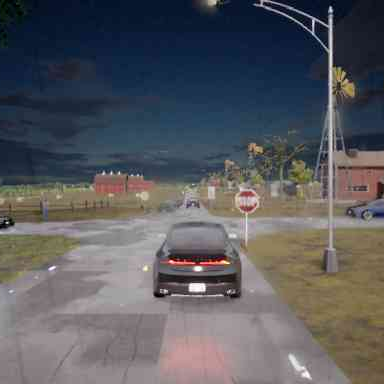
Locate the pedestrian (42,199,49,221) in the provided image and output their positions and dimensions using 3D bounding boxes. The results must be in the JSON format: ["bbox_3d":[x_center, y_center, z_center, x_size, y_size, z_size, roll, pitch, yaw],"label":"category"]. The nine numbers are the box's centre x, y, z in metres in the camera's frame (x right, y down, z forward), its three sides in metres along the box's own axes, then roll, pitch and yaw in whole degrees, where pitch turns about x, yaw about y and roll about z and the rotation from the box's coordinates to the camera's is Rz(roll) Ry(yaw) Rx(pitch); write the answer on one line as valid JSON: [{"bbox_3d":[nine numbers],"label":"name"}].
[{"bbox_3d":[-12.121,1.457,27.530,0.375,1.860,0.375,0,2,0],"label":"pedestrian"}]

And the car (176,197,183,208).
[{"bbox_3d":[-2.771,1.673,47.117,1.994,1.385,4.181,0,0,0],"label":"car"}]

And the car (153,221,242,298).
[{"bbox_3d":[0.139,1.504,8.506,1.837,1.490,4.892,0,0,1],"label":"car"}]

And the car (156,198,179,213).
[{"bbox_3d":[-2.830,1.656,37.159,1.895,1.301,4.718,0,0,1],"label":"car"}]

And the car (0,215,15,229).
[{"bbox_3d":[-13.796,1.839,21.441,4.181,1.385,1.994,-1,1,2],"label":"car"}]

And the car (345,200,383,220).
[{"bbox_3d":[13.532,1.259,24.345,4.181,1.385,1.994,-1,1,-2],"label":"car"}]

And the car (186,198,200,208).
[{"bbox_3d":[0.163,1.658,50.400,1.812,1.442,4.674,0,0,0],"label":"car"}]

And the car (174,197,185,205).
[{"bbox_3d":[-2.664,1.818,69.562,2.128,1.511,4.902,0,-1,0],"label":"car"}]
